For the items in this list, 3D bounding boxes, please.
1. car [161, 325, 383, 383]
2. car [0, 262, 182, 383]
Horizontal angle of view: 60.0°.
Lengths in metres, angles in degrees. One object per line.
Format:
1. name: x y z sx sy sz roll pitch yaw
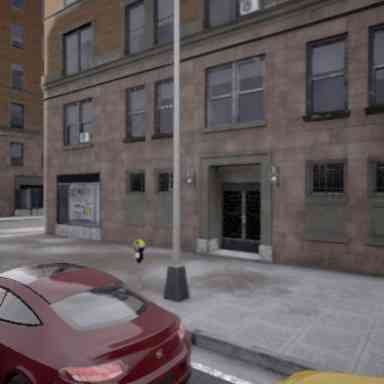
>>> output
1. car: 2.316 1.528 1.159 4.829 1.417 1.752 0 0 35
2. car: -1.952 1.574 4.203 4.206 1.307 1.802 0 0 35
